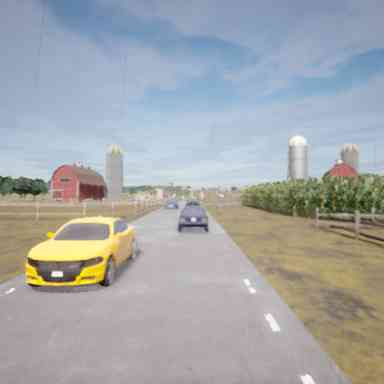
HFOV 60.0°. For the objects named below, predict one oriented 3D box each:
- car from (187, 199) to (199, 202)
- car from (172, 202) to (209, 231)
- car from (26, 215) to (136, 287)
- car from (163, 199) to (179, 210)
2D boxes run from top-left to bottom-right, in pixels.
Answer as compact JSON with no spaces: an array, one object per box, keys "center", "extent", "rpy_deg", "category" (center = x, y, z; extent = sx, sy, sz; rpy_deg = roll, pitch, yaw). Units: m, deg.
[{"center":[0.104,1.606,40.521],"extent":[1.837,1.490,4.892],"rpy_deg":[0,0,0],"category":"car"},{"center":[0.091,1.556,20.527],"extent":[2.033,1.411,5.357],"rpy_deg":[0,0,0],"category":"car"},{"center":[-2.841,1.470,9.529],"extent":[1.882,1.535,5.008],"rpy_deg":[0,0,0],"category":"car"},{"center":[-2.818,1.663,46.026],"extent":[1.812,1.442,4.674],"rpy_deg":[0,-1,0],"category":"car"}]
